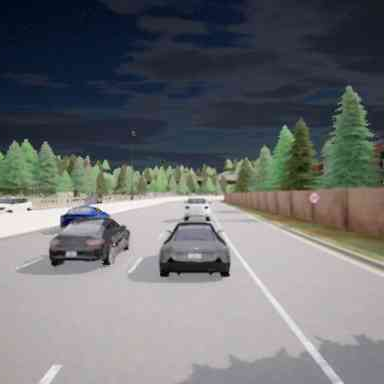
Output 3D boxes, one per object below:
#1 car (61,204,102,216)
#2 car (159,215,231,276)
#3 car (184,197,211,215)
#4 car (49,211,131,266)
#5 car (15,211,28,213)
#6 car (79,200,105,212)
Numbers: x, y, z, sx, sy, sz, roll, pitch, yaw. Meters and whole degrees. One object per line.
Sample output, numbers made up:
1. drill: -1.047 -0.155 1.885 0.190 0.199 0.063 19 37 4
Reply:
1. car: -6.735 1.634 21.395 1.882 1.535 5.008 0 0 1
2. car: 0.082 1.640 10.609 1.994 1.385 4.181 0 0 0
3. car: 0.480 1.432 29.557 2.150 2.045 5.566 0 0 2
4. car: -3.416 1.612 11.776 1.812 1.442 4.674 0 0 1
5. car: -17.177 1.453 31.168 2.150 2.045 5.566 0 0 2
6. car: -13.217 1.827 44.114 1.837 1.490 4.892 0 -1 2
